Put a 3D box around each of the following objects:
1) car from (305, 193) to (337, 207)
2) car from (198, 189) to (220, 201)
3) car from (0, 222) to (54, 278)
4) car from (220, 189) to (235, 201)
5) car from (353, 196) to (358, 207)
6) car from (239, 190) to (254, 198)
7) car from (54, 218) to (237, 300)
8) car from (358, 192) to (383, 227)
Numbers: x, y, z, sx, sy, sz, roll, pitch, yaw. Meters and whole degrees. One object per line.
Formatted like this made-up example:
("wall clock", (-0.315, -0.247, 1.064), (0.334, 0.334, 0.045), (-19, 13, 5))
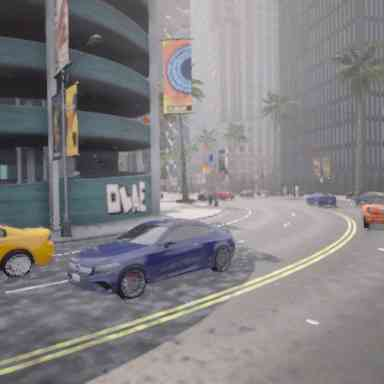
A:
("car", (14.224, 0.792, 36.948), (1.882, 1.535, 5.008), (-1, 1, -1))
("car", (2.564, 0.625, 56.394), (2.097, 1.767, 4.553), (-1, 1, -16))
("car", (-6.149, 1.481, 8.330), (5.008, 1.535, 1.882), (-2, 1, -39))
("car", (5.627, 0.421, 58.400), (2.150, 2.045, 5.566), (-1, 0, -16))
("car", (17.642, 0.811, 32.912), (1.837, 1.490, 4.892), (0, 1, 4))
("car", (11.890, 0.399, 72.840), (2.231, 1.521, 4.892), (-1, 1, -17))
("car", (-0.729, 1.437, 8.437), (1.812, 1.442, 4.674), (0, 1, 45))
("car", (10.730, 0.947, 18.718), (2.097, 1.767, 4.553), (-1, 1, 25))
